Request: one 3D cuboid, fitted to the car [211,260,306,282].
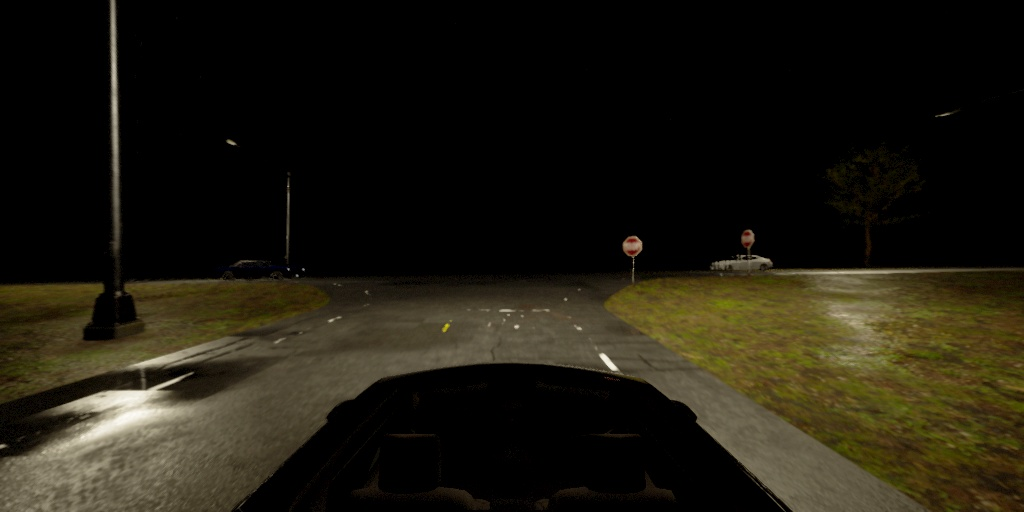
[{"bbox_3d":[-15.370,0.918,22.002,4.718,1.301,1.895,-1,-2,1],"label":"car"}]

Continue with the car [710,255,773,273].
[{"bbox_3d":[18.685,0.649,29.299,4.674,1.442,1.812,-2,-2,-1],"label":"car"}]
